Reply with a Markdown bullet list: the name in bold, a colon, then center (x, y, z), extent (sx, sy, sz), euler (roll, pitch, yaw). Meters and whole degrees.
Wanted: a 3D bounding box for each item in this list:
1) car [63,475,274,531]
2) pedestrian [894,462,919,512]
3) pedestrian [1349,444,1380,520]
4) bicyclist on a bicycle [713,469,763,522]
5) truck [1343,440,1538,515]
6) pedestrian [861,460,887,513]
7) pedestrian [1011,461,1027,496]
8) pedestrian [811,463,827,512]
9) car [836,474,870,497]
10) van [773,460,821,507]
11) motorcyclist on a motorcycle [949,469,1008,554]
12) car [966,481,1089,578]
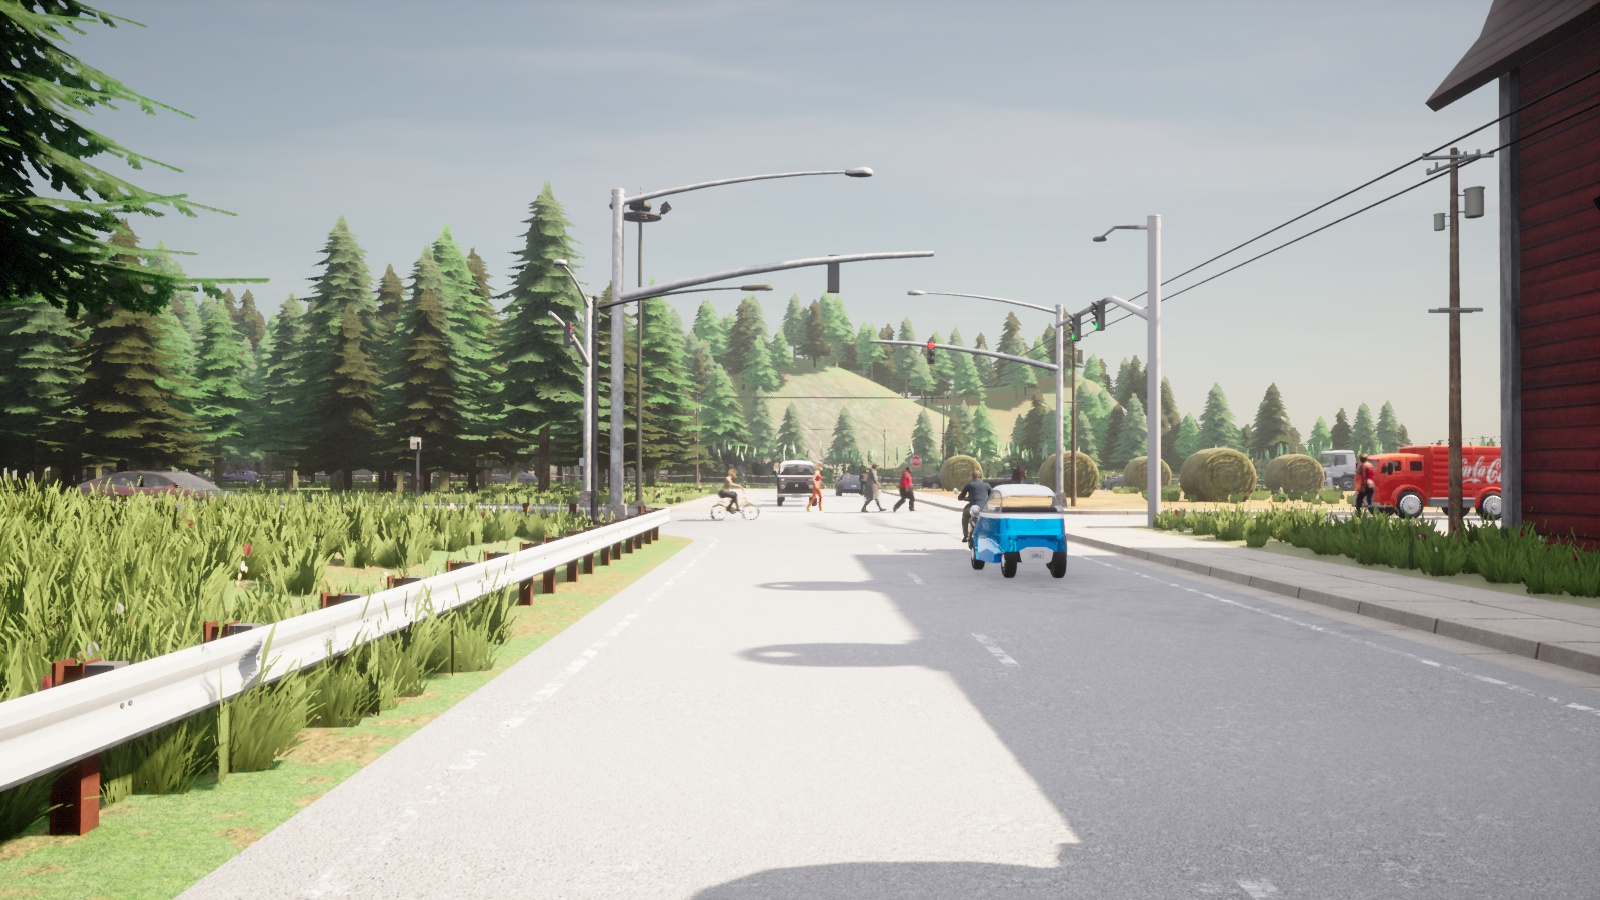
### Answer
- **car**: center (-17.361, 1.438, 34.655), extent (4.792, 1.488, 2.163), euler (0, -1, 5)
- **pedestrian**: center (4.021, 1.380, 47.198), extent (0.899, 1.844, 0.634), euler (0, -1, 7)
- **pedestrian**: center (13.875, 0.791, 30.886), extent (0.331, 1.846, 0.636), euler (0, -1, -19)
- **bicyclist on a bicycle**: center (-1.890, 1.389, 38.414), extent (1.509, 1.612, 0.866), euler (0, -1, -1)
- **truck**: center (21.541, 0.921, 42.414), extent (5.204, 2.467, 2.627), euler (0, -1, -1)
- **pedestrian**: center (2.749, 1.357, 46.483), extent (0.873, 1.952, 0.659), euler (0, -1, -4)
- **pedestrian**: center (11.555, 1.507, 66.296), extent (0.634, 1.844, 0.899), euler (-1, -1, 21)
- **pedestrian**: center (0.698, 1.394, 47.251), extent (0.594, 1.836, 0.345), euler (0, -1, 0)
- **car**: center (3.299, 2.186, 78.850), extent (1.994, 1.385, 4.181), euler (0, -1, 0)
- **van**: center (-0.145, 1.484, 56.435), extent (2.069, 2.038, 4.480), euler (0, -1, 0)
- **motorcyclist on a motorcycle**: center (3.437, 1.163, 24.369), extent (0.866, 1.590, 1.817), euler (0, -1, 0)
- **car**: center (3.451, 1.180, 19.367), extent (1.481, 1.376, 2.207), euler (0, -1, 0)
